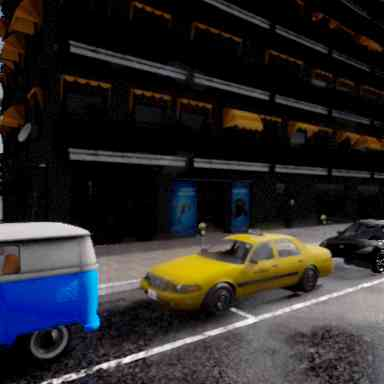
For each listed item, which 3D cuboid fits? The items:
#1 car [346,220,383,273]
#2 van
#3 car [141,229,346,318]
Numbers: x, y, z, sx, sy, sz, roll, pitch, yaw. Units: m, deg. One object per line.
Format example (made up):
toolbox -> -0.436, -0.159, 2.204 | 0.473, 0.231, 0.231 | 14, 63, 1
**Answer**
car -> 5.987, 1.613, 10.848 | 4.313, 1.339, 1.947 | 0, 0, -36
van -> -3.225, 1.340, 4.257 | 3.998, 1.788, 1.690 | 0, 0, -36
car -> 1.242, 1.548, 7.454 | 4.829, 1.417, 1.752 | 0, 0, -36
